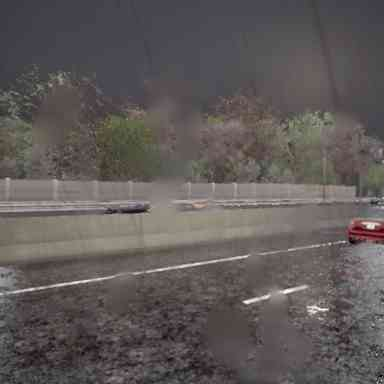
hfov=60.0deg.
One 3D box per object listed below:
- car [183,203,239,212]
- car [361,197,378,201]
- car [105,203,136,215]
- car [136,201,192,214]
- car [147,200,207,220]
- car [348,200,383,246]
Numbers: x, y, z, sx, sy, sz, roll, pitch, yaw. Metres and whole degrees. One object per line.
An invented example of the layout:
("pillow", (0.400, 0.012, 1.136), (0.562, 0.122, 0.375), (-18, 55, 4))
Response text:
("car", (1.823, 1.601, 22.481), (4.181, 1.385, 1.994), (0, 0, -35))
("car", (29.270, 1.647, 54.860), (5.008, 1.535, 1.882), (0, 0, -35))
("car", (-5.431, 1.634, 30.199), (4.718, 1.301, 1.895), (0, 0, -36))
("car", (-1.100, 1.582, 24.697), (5.357, 1.411, 2.033), (0, 0, -35))
("car", (-1.212, 1.518, 28.915), (5.008, 1.535, 1.882), (0, 0, -35))
("car", (8.739, 1.392, 14.276), (4.553, 1.767, 2.097), (0, 0, -35))
